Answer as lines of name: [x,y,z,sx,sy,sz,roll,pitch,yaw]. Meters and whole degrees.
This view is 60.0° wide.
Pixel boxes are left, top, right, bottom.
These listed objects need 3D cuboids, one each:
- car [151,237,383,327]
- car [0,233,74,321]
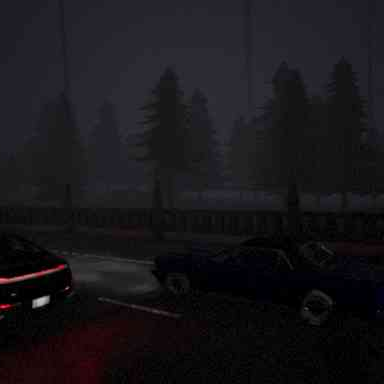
car: [1.440,1.628,7.036,4.718,1.301,1.895,-1,0,34]
car: [-4.505,1.578,6.598,4.902,1.511,2.128,-1,0,31]
